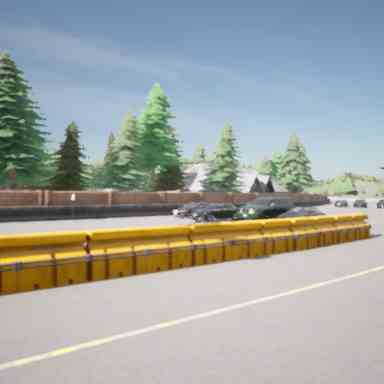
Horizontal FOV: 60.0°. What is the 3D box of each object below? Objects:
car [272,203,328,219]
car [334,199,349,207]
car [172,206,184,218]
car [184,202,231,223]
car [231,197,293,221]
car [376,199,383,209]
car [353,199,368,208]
[{"bbox_3d":[7.890,1.751,23.505,4.181,1.385,1.994,1,0,-41],"label":"car"},{"bbox_3d":[28.068,2.067,62.402,2.128,1.511,4.902,0,0,34],"label":"car"},{"bbox_3d":[0.404,1.662,30.884,4.902,1.511,2.128,1,0,-41],"label":"car"},{"bbox_3d":[2.031,1.670,27.676,4.892,1.490,1.837,1,0,-41],"label":"car"},{"bbox_3d":[5.999,1.410,26.445,5.566,2.045,2.150,1,0,-41],"label":"car"},{"bbox_3d":[32.822,2.055,56.925,1.837,1.490,4.892,0,0,34],"label":"car"},{"bbox_3d":[29.743,2.043,58.612,1.837,1.490,4.892,0,0,34],"label":"car"}]
